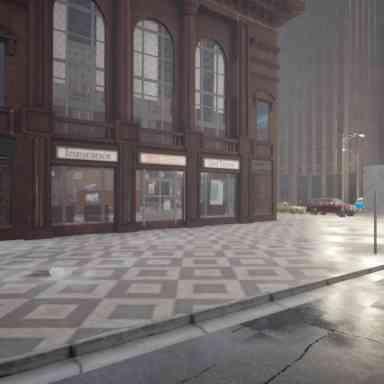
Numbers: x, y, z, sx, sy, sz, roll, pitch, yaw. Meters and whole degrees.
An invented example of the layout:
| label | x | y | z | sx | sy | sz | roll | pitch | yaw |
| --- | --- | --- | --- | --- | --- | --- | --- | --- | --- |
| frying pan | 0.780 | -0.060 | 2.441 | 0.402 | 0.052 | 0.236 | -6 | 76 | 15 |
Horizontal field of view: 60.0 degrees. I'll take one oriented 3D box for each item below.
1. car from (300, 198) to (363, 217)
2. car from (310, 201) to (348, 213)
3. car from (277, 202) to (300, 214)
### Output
| label | x | y | z | sx | sy | sz | roll | pitch | yaw |
| --- | --- | --- | --- | --- | --- | --- | --- | --- | --- |
| car | 13.986 | 1.523 | 33.620 | 2.192 | 1.841 | 5.009 | 0 | 0 | -35 |
| car | 17.704 | 1.899 | 43.138 | 1.802 | 1.307 | 4.206 | -1 | 0 | -35 |
| car | 10.842 | 1.800 | 38.074 | 1.752 | 1.417 | 4.829 | 0 | 0 | -35 |
